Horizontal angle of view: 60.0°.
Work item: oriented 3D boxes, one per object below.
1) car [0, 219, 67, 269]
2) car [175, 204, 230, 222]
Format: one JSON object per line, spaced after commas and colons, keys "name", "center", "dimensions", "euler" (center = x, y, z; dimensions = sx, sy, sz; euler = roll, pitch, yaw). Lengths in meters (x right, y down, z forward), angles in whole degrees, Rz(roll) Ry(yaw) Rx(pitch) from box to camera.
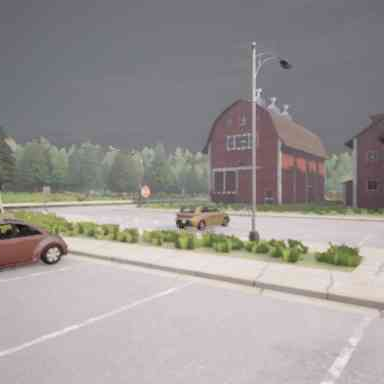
{"name": "car", "center": [-5.748, 1.524, 9.678], "dimensions": [1.784, 1.438, 3.905], "euler": [0, 0, 36]}
{"name": "car", "center": [0.725, 1.509, 20.860], "dimensions": [1.816, 1.474, 4.193], "euler": [0, 0, 36]}
